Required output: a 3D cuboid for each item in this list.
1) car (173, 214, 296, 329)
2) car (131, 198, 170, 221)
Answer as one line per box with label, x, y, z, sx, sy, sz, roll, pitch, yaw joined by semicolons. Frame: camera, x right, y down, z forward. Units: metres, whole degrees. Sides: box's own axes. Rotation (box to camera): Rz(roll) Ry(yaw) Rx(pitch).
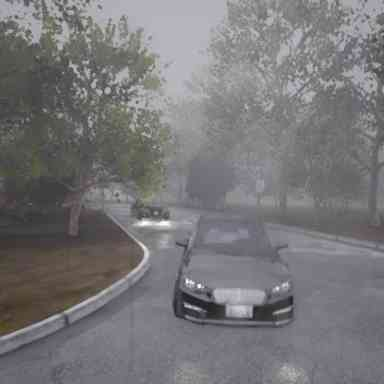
car;0.771;1.277;6.944;2.128;1.511;4.902;1;2;3
car;-2.853;1.088;22.220;1.994;1.385;4.181;1;1;-20
